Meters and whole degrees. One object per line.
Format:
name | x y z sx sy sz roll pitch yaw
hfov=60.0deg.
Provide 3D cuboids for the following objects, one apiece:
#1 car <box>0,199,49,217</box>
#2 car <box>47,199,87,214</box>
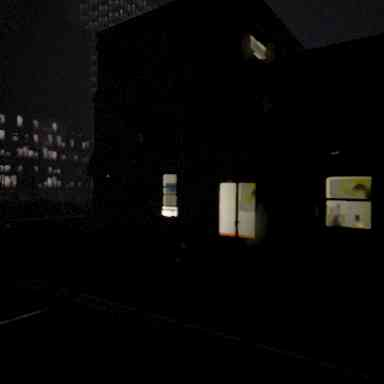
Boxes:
car | -16.675 1.681 32.004 2.008 1.369 4.403 1 0 36
car | -13.430 1.721 36.423 1.947 1.339 4.313 1 0 36
